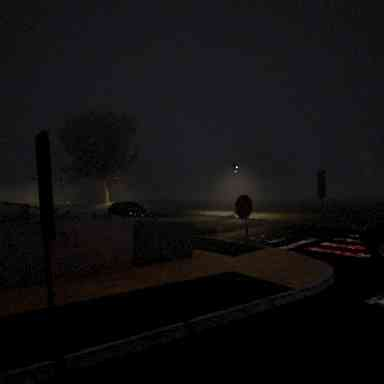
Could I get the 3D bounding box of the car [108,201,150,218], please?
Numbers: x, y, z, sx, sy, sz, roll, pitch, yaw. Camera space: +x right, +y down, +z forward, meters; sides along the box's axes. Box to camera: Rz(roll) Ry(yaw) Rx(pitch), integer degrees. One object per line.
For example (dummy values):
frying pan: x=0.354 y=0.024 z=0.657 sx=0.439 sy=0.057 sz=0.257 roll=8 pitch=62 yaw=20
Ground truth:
car: x=-5.248 y=1.543 z=27.205 sx=1.837 sy=1.490 sz=4.892 roll=-5 pitch=3 yaw=-38

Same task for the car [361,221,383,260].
car: x=7.925 y=1.493 z=10.304 sx=1.837 sy=1.490 sz=4.892 roll=-3 pitch=1 yaw=-38
